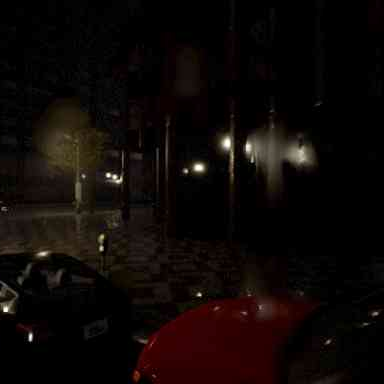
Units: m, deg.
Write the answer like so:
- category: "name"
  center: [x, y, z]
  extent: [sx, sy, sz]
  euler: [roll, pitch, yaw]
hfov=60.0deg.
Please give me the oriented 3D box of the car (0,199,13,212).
- category: "car"
  center: [-21.649, 1.453, 35.108]
  extent: [1.837, 1.490, 4.892]
  euler: [0, 0, 35]

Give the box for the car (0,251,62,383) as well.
- category: "car"
  center: [-2.763, 1.565, 4.930]
  extent: [4.313, 1.339, 1.947]
  euler: [0, 0, 35]

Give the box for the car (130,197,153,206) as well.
- category: "car"
  center: [-7.944, 1.500, 54.416]
  extent: [1.895, 1.301, 4.718]
  euler: [0, 0, 36]

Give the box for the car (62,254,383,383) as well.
- category: "car"
  center: [1.829, 1.315, 1.662]
  extent: [5.009, 1.841, 2.192]
  euler: [0, 0, 35]
